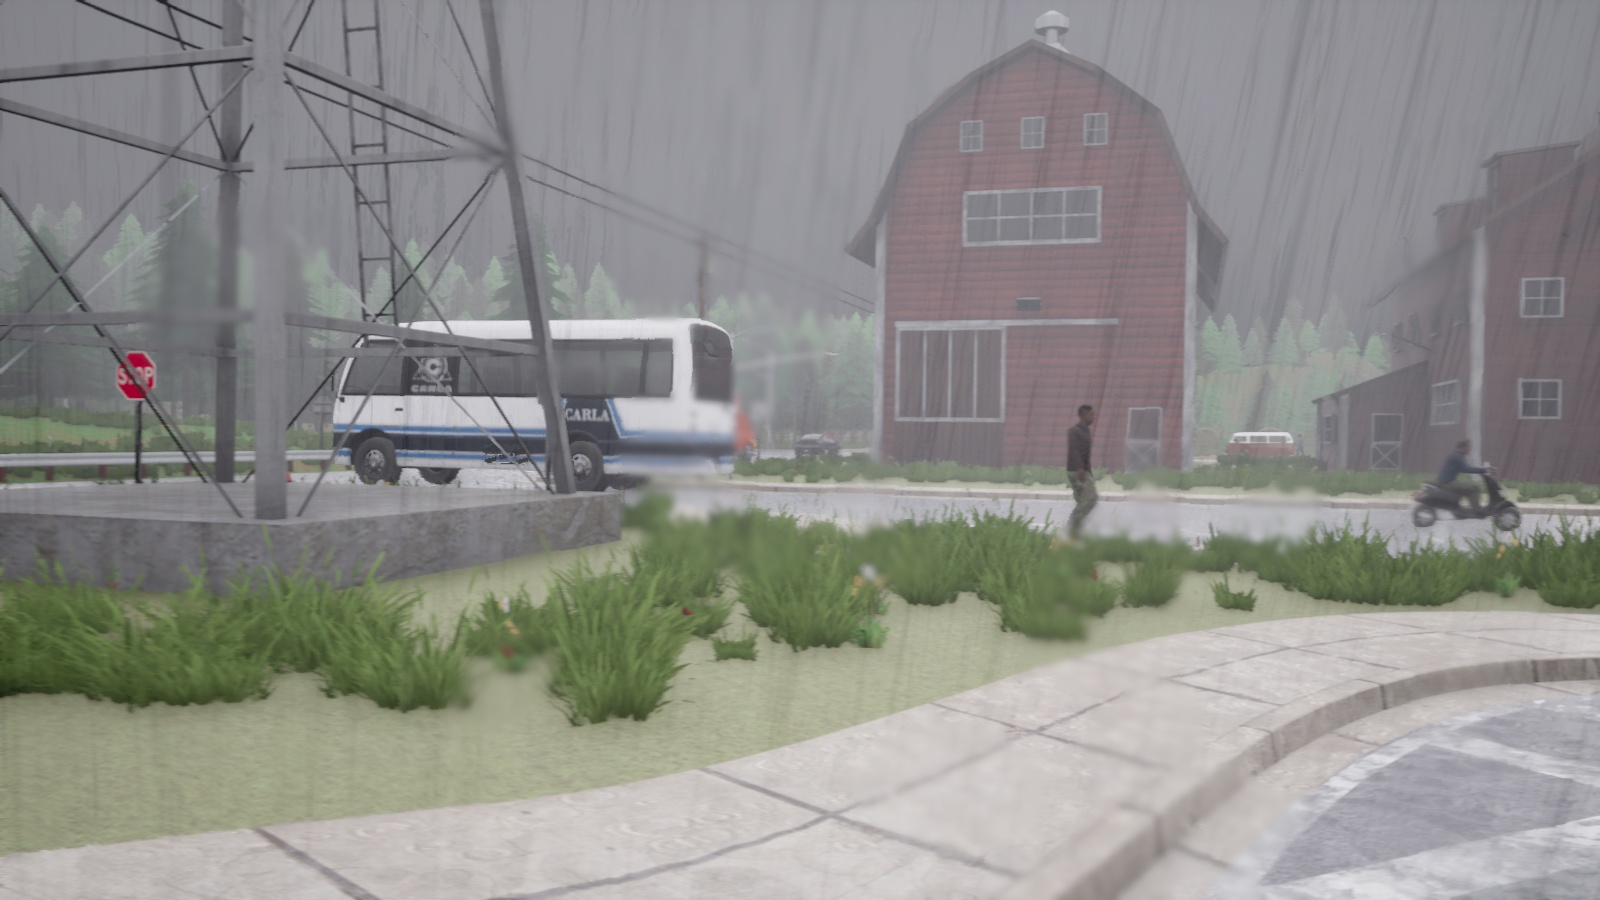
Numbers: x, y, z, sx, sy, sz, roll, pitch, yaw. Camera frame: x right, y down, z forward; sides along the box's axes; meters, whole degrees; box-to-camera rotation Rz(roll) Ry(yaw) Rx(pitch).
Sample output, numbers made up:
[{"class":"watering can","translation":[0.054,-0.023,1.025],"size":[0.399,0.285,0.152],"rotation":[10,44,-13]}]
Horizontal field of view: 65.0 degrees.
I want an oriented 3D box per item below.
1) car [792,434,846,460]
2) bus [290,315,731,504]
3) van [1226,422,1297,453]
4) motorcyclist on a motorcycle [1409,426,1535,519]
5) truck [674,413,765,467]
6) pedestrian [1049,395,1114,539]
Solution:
[{"class":"car","translation":[1.185,-0.225,75.667],"size":[1.837,1.490,4.892],"rotation":[0,1,18]},{"class":"bus","translation":[-7.268,-0.956,31.755],"size":[10.273,4.253,3.944],"rotation":[0,0,17]},{"class":"van","translation":[31.408,-0.870,85.596],"size":[4.480,2.038,2.069],"rotation":[0,1,17]},{"class":"motorcyclist on a motorcycle","translation":[11.822,0.377,22.161],"size":[1.817,1.590,0.866],"rotation":[0,1,17]},{"class":"truck","translation":[-3.791,-0.476,60.320],"size":[2.627,2.467,5.204],"rotation":[0,1,18]},{"class":"pedestrian","translation":[3.674,0.211,16.383],"size":[0.703,1.840,0.431],"rotation":[0,1,37]}]
